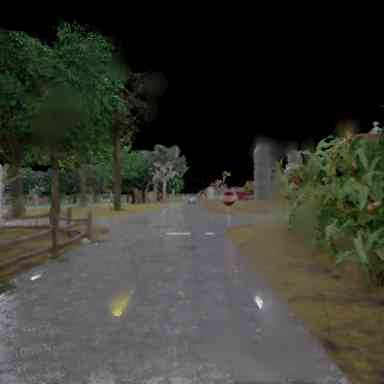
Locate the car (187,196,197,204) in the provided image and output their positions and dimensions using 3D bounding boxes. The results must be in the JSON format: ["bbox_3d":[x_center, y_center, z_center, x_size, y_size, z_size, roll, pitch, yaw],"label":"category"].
[{"bbox_3d":[0.004,1.971,74.186,2.128,1.511,4.902,0,-1,0],"label":"car"}]

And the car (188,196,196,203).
[{"bbox_3d":[0.004,1.819,84.581,2.097,1.767,4.553,0,-1,0],"label":"car"}]
